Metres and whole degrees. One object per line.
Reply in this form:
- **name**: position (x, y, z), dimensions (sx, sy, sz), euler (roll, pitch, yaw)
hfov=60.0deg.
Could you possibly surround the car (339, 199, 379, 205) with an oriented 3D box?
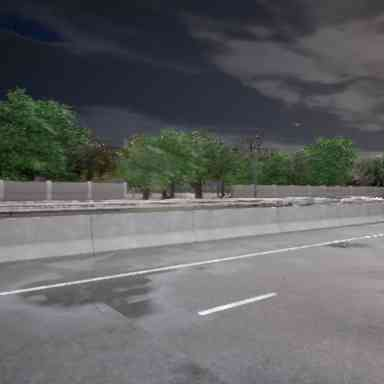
- **car**: position (17.380, 1.500, 33.701), dimensions (4.892, 1.490, 1.837), euler (0, 0, -36)

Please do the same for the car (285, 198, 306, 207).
- **car**: position (13.862, 1.489, 39.793), dimensions (4.902, 1.511, 2.128), euler (0, 0, -36)

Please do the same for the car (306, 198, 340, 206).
- **car**: position (14.983, 1.501, 36.287), dimensions (4.892, 1.490, 1.837), euler (0, 0, -36)

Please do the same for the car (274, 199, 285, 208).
- **car**: position (12.756, 1.523, 43.290), dimensions (4.674, 1.442, 1.812), euler (0, 0, -36)
